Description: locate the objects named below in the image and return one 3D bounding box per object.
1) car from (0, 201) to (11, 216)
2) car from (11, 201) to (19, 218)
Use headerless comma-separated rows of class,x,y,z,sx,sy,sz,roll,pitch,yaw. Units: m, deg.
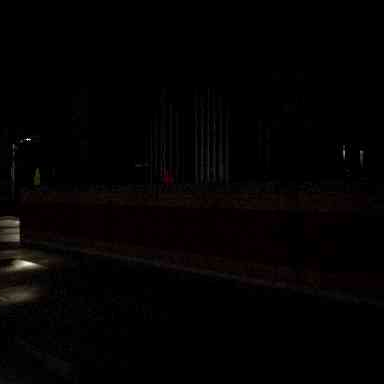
car,-16.375,1.547,29.061,2.128,1.511,4.902,0,0,37
car,-12.217,1.603,28.783,2.033,1.411,5.357,0,0,37
